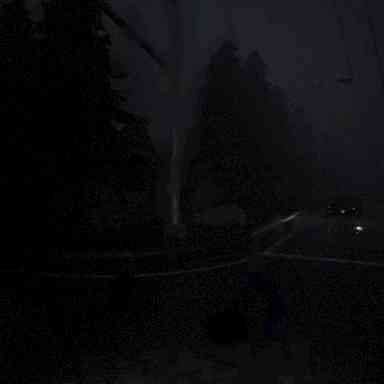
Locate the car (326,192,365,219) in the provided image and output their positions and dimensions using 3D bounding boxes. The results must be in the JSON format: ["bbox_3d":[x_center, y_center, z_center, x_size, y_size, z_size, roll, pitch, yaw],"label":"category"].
[{"bbox_3d":[9.718,0.794,21.044,1.837,1.490,4.892,1,2,28],"label":"car"}]
